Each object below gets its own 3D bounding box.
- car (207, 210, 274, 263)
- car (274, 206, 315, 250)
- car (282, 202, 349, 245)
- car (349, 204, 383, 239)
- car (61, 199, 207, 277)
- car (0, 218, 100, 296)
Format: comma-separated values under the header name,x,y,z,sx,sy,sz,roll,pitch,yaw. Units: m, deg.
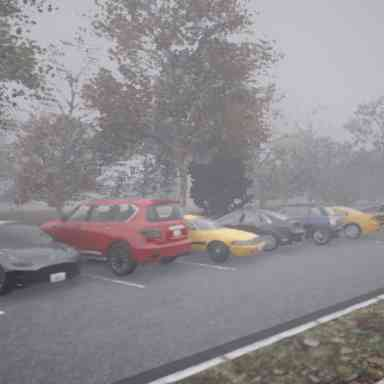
name,x,y,z,sx,sy,sz,roll,pitch,yaw
car,-0.010,1.496,12.197,5.366,1.575,1.946,-1,-1,34
car,2.243,1.500,14.033,4.892,1.521,2.231,-1,0,34
car,4.661,1.371,15.770,4.553,1.767,2.185,-1,-1,34
car,7.031,1.495,17.539,5.008,1.535,2.097,-1,0,34
car,-2.606,1.253,10.578,5.566,2.045,2.435,-1,0,34
car,-4.972,1.535,8.818,4.792,1.488,2.163,-1,-1,34
